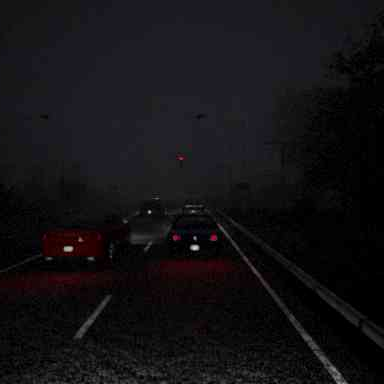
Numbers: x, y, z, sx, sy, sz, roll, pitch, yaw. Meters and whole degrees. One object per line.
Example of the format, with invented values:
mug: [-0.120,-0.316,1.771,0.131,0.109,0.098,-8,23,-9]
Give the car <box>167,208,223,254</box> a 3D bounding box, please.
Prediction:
car: [0.101,1.526,13.141,1.895,1.301,4.718,0,0,0]

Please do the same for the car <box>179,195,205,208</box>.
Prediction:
car: [0.101,1.327,28.926,2.128,1.511,4.902,0,0,0]

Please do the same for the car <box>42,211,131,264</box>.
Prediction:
car: [-3.400,1.411,11.616,1.882,1.535,5.008,0,0,0]

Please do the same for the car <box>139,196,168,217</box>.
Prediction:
car: [-3.399,1.339,28.972,1.837,1.490,4.892,0,0,0]
